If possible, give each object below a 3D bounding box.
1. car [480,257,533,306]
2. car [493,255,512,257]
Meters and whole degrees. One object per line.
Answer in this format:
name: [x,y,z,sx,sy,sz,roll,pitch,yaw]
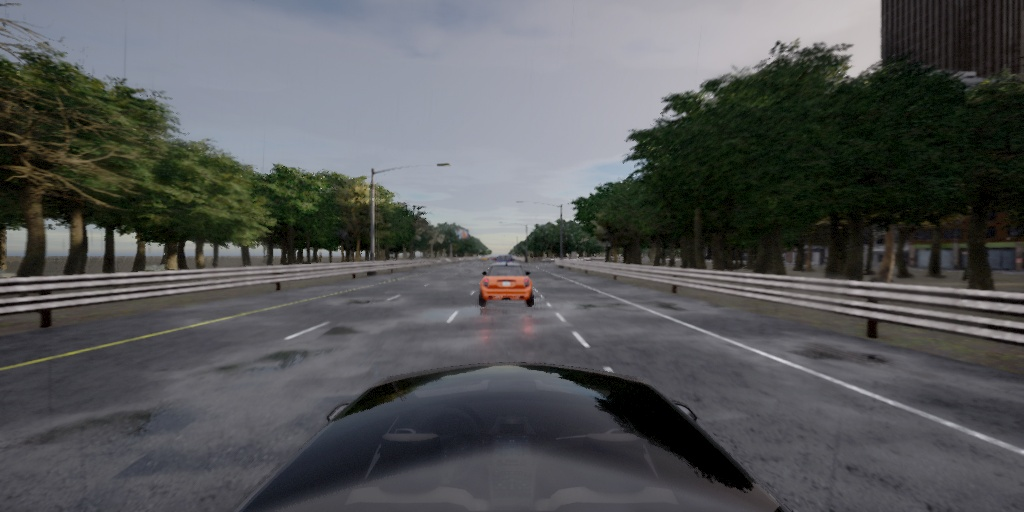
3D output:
car: [-0.259,1.078,15.851,2.097,1.767,4.553,0,0,-1]
car: [-0.821,0.905,42.041,2.150,2.045,5.566,0,0,-1]
